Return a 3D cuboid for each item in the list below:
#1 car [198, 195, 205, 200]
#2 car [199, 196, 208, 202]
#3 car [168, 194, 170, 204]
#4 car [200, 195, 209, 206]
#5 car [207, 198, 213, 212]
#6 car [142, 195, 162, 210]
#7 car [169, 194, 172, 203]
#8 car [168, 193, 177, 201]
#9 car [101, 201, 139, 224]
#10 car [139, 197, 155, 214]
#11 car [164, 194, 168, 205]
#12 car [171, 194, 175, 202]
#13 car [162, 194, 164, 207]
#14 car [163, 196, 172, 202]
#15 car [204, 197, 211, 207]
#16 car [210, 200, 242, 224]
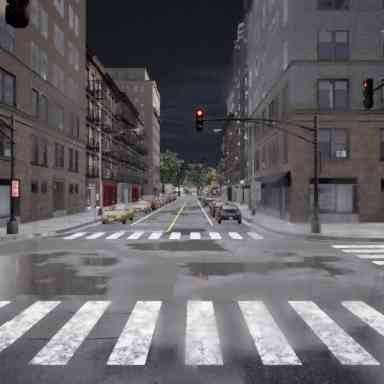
[{"bbox_3d":[2.675,1.597,90.524,1.802,1.307,4.206,0,0,0],"label":"car"},{"bbox_3d":[2.671,1.556,79.560,1.887,1.381,4.507,0,0,0],"label":"car"},{"bbox_3d":[-5.380,1.557,57.635,2.008,1.369,4.403,0,0,0],"label":"car"},{"bbox_3d":[2.659,1.557,52.150,2.008,1.369,4.403,0,0,0],"label":"car"},{"bbox_3d":[2.649,1.547,30.222,1.887,1.381,4.507,0,0,0],"label":"car"},{"bbox_3d":[-5.393,1.319,41.190,2.192,1.841,5.009,0,0,0],"label":"car"},{"bbox_3d":[-5.376,1.573,63.118,1.947,1.339,4.313,0,0,0],"label":"car"},{"bbox_3d":[-5.354,1.330,90.528,2.192,1.841,5.009,0,0,0],"label":"car"},{"bbox_3d":[-5.406,1.526,24.574,1.752,1.417,4.829,0,0,0],"label":"car"},{"bbox_3d":[-5.398,1.528,35.537,1.752,1.417,4.829,0,0,0],"label":"car"},{"bbox_3d":[-5.384,1.446,52.153,1.967,1.590,4.097,0,0,0],"label":"car"},{"bbox_3d":[-5.371,1.324,68.600,2.192,1.841,5.009,0,0,0],"label":"car"},{"bbox_3d":[-5.389,1.445,46.672,1.967,1.590,4.097,0,0,0],"label":"car"},{"bbox_3d":[-5.367,1.535,73.912,1.752,1.417,4.829,0,0,0],"label":"car"},{"bbox_3d":[2.652,1.554,35.704,2.008,1.369,4.403,0,0,0],"label":"car"},{"bbox_3d":[2.647,1.552,24.740,2.008,1.369,4.403,0,0,0],"label":"car"}]
